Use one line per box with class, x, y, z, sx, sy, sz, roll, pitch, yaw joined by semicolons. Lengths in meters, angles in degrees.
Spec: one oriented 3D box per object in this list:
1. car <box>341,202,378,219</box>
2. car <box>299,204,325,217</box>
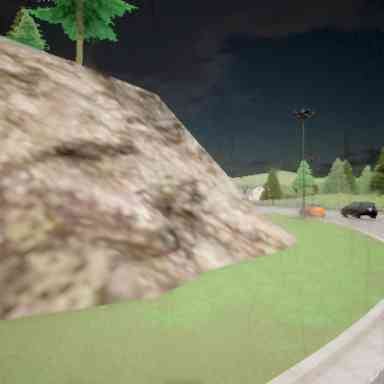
car;20.300;2.219;40.565;2.150;2.045;5.566;1;-2;0
car;16.552;2.471;46.106;2.097;1.767;4.553;0;-1;-3
